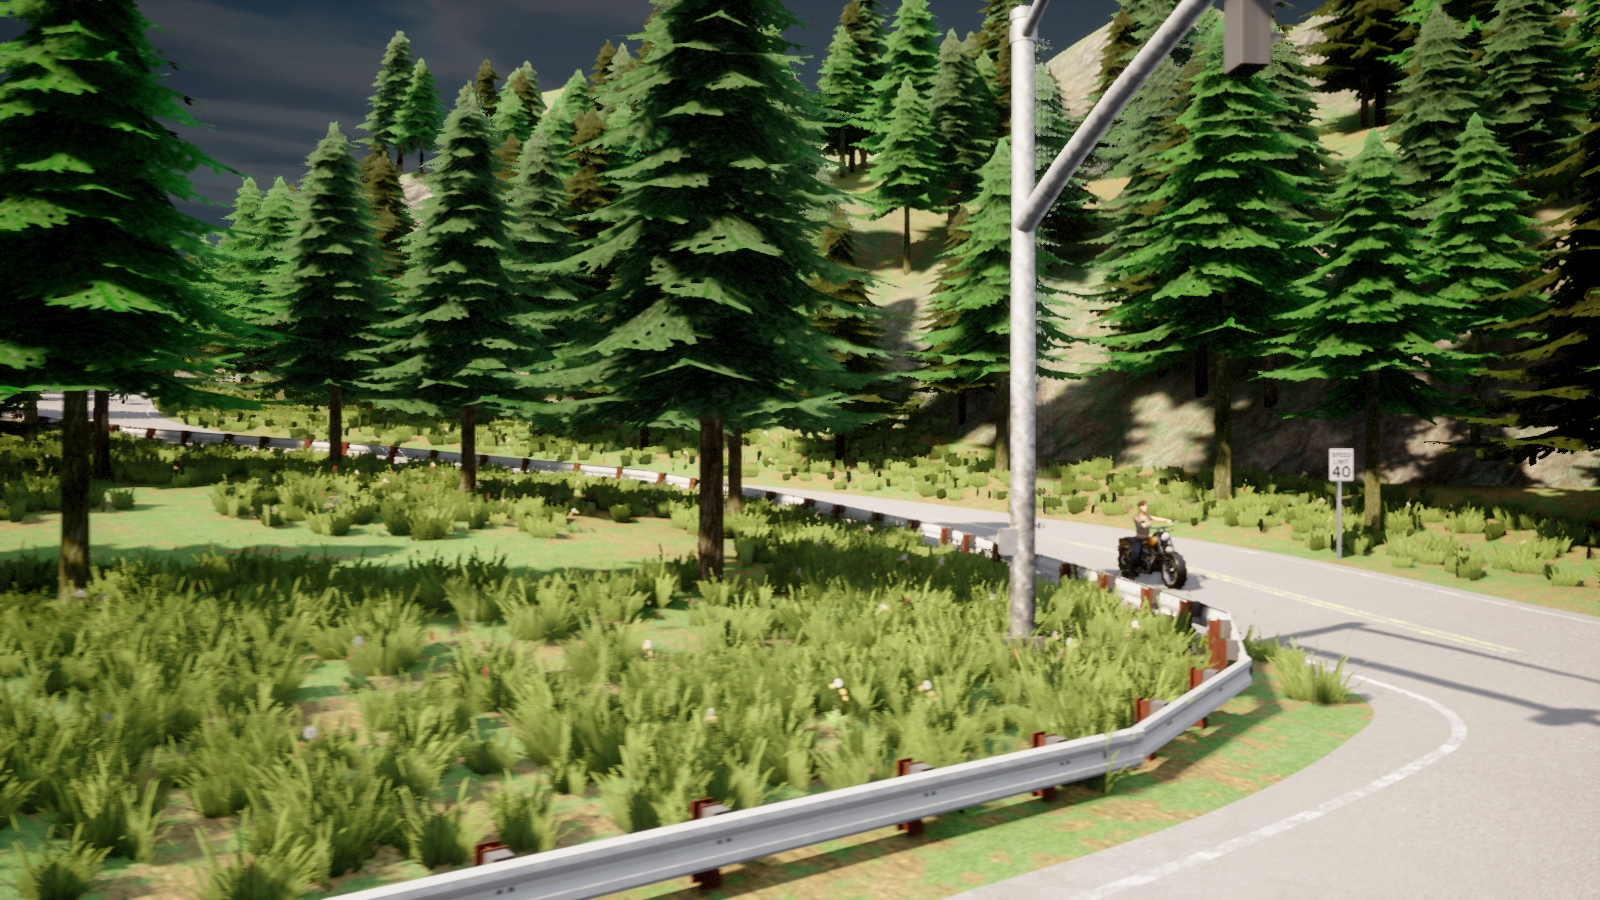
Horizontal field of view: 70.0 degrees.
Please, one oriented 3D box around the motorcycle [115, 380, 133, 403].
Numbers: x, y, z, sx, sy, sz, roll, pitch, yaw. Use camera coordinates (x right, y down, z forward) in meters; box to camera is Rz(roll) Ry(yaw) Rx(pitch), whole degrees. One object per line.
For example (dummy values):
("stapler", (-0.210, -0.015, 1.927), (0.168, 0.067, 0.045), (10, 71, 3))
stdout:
("motorcycle", (-39.629, -3.437, 67.012), (0.856, 1.316, 1.805), (0, 5, -28))
